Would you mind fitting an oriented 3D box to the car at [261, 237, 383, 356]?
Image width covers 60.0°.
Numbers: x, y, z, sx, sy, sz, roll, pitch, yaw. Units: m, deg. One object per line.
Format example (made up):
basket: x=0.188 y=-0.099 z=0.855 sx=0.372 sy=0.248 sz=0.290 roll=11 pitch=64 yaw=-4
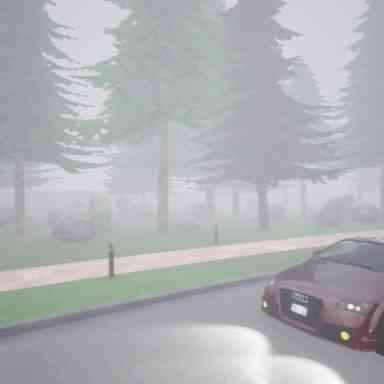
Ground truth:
car: x=3.259 y=1.556 z=6.004 sx=4.181 sy=1.385 sz=1.994 roll=0 pitch=0 yaw=-33
